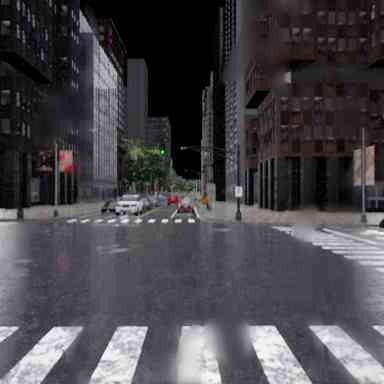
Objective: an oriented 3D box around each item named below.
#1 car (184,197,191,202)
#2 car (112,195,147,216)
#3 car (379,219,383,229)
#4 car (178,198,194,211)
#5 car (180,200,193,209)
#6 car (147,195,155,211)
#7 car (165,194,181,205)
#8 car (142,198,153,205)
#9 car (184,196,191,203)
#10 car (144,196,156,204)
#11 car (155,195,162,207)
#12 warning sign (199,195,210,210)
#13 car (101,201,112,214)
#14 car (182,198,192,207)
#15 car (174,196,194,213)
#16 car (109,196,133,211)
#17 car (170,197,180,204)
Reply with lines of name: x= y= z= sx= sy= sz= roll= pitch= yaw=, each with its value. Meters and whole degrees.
car: x=-1.203 y=2.090 z=93.010 sx=1.887 sy=1.381 sz=4.507 roll=0 pitch=0 yaw=-1
car: x=-6.538 y=1.374 z=35.328 sx=2.150 sy=2.045 sz=5.566 roll=0 pitch=0 yaw=-1
car: x=14.097 y=1.875 z=20.746 sx=4.181 sy=1.385 sz=1.994 roll=1 pitch=0 yaw=0
car: x=-0.758 y=1.648 z=44.189 sx=1.967 sy=1.590 sz=4.097 roll=0 pitch=0 yaw=-1
car: x=-0.807 y=1.825 z=49.612 sx=1.802 sy=1.307 sz=4.206 roll=0 pitch=0 yaw=-1
car: x=-6.624 y=1.568 z=45.352 sx=2.097 sy=1.767 sz=4.553 roll=0 pitch=0 yaw=0
car: x=-3.607 y=1.568 z=65.143 sx=2.150 sy=2.045 sz=5.566 roll=0 pitch=-1 yaw=-1
car: x=-9.529 y=1.972 z=71.243 sx=1.802 sy=1.307 sz=4.206 roll=0 pitch=0 yaw=-1
car: x=-1.153 y=1.946 z=87.586 sx=1.967 sy=1.590 sz=4.097 roll=0 pitch=0 yaw=-1
car: x=-9.579 y=1.743 z=76.670 sx=2.192 sy=1.841 sz=5.009 roll=0 pitch=0 yaw=-1
car: x=-6.706 y=1.635 z=55.553 sx=2.097 sy=1.767 sz=4.553 roll=0 pitch=0 yaw=0
warning sign: x=1.569 y=1.312 z=42.457 sx=1.300 sy=1.860 sz=1.060 roll=0 pitch=0 yaw=-1
car: x=-9.233 y=1.739 z=38.689 sx=1.947 sy=1.339 sz=4.313 roll=0 pitch=0 yaw=-1
car: x=-0.906 y=1.860 z=60.462 sx=1.887 sy=1.381 sz=4.507 roll=0 pitch=0 yaw=-1
car: x=-0.708 y=1.613 z=38.764 sx=1.967 sy=1.590 sz=4.097 roll=0 pitch=0 yaw=-1
car: x=-9.283 y=1.523 z=44.116 sx=2.192 sy=1.841 sz=5.009 roll=0 pitch=0 yaw=-1
car: x=-3.802 y=1.945 z=75.585 sx=2.128 sy=1.511 sz=4.902 roll=0 pitch=0 yaw=-1
